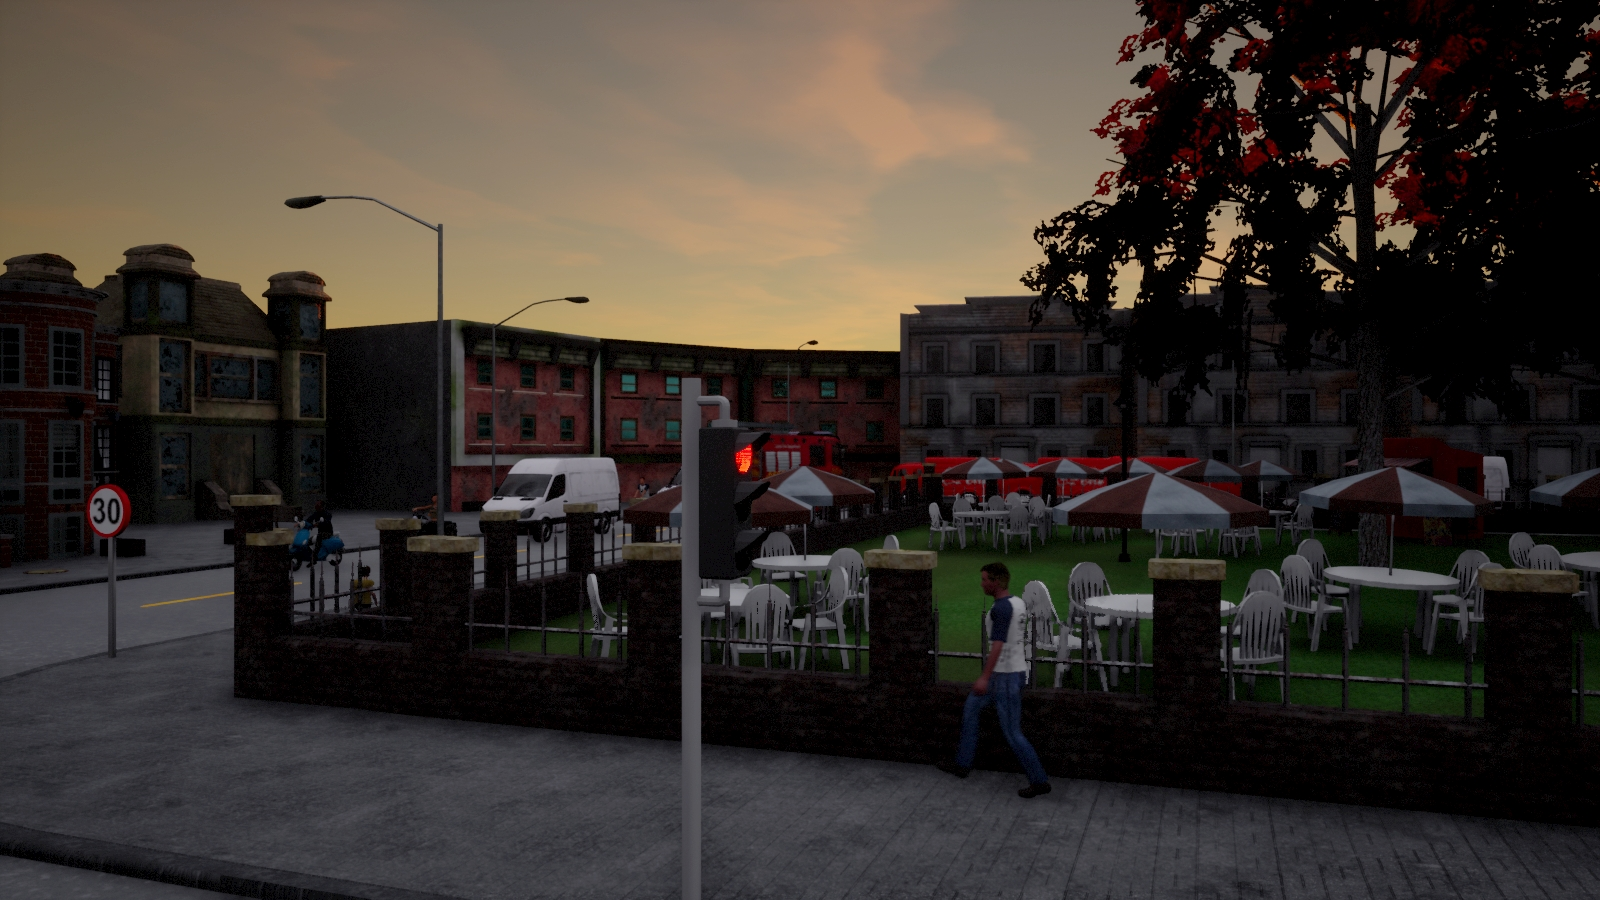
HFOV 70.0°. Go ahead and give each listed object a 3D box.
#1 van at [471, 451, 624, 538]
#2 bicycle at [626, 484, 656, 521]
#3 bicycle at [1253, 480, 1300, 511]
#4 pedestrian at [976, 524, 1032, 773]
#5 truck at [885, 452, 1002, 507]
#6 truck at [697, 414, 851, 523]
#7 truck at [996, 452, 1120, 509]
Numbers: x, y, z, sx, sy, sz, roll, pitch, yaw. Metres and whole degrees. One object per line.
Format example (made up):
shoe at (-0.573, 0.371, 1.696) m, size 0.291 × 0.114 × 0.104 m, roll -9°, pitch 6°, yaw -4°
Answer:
van at (-7.990, 1.314, 36.858) m, size 1.988 × 2.561 × 5.915 m, roll 0°, pitch 0°, yaw 19°
bicycle at (-5.909, 1.936, 42.450) m, size 0.373 × 1.296 × 1.643 m, roll 0°, pitch 0°, yaw 20°
bicycle at (20.335, 1.940, 48.821) m, size 1.835 × 1.271 × 0.329 m, roll 0°, pitch 0°, yaw 19°
pedestrian at (1.590, 1.518, 8.894) m, size 0.375 × 1.860 × 0.375 m, roll 0°, pitch 0°, yaw 19°
truck at (6.742, 1.349, 53.338) m, size 5.204 × 2.467 × 2.627 m, roll 0°, pitch 0°, yaw 12°
truck at (-0.789, 0.671, 44.661) m, size 2.891 × 3.827 × 8.468 m, roll 0°, pitch 0°, yaw 22°
truck at (11.735, 1.348, 51.842) m, size 5.204 × 2.467 × 2.627 m, roll 0°, pitch 0°, yaw 19°
